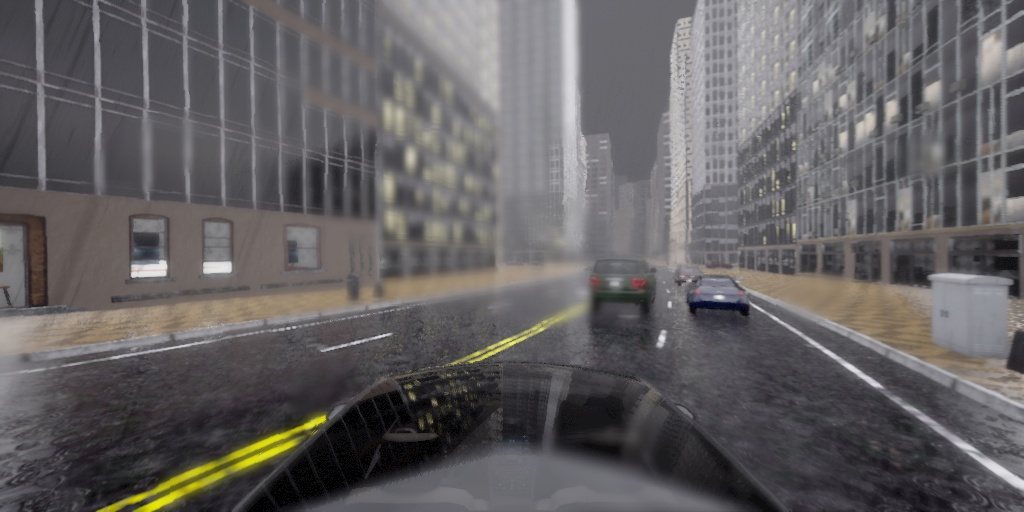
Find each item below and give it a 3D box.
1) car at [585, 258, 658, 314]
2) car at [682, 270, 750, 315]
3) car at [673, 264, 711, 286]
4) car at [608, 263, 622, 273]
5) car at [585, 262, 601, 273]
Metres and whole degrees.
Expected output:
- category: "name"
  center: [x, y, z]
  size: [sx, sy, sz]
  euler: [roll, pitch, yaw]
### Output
- category: "car"
  center: [4.733, 1.093, 14.884]
  size: [2.150, 2.045, 5.566]
  euler: [0, 0, 25]
- category: "car"
  center: [8.052, 1.420, 14.337]
  size: [1.994, 1.385, 4.181]
  euler: [0, 0, 24]
- category: "car"
  center: [13.567, 1.511, 27.595]
  size: [2.033, 1.411, 5.357]
  euler: [0, -1, 21]
- category: "car"
  center: [15.549, 1.731, 53.788]
  size: [1.812, 1.442, 4.674]
  euler: [0, -1, 19]
- category: "car"
  center: [12.326, 1.728, 54.408]
  size: [1.837, 1.490, 4.892]
  euler: [0, -1, 19]
